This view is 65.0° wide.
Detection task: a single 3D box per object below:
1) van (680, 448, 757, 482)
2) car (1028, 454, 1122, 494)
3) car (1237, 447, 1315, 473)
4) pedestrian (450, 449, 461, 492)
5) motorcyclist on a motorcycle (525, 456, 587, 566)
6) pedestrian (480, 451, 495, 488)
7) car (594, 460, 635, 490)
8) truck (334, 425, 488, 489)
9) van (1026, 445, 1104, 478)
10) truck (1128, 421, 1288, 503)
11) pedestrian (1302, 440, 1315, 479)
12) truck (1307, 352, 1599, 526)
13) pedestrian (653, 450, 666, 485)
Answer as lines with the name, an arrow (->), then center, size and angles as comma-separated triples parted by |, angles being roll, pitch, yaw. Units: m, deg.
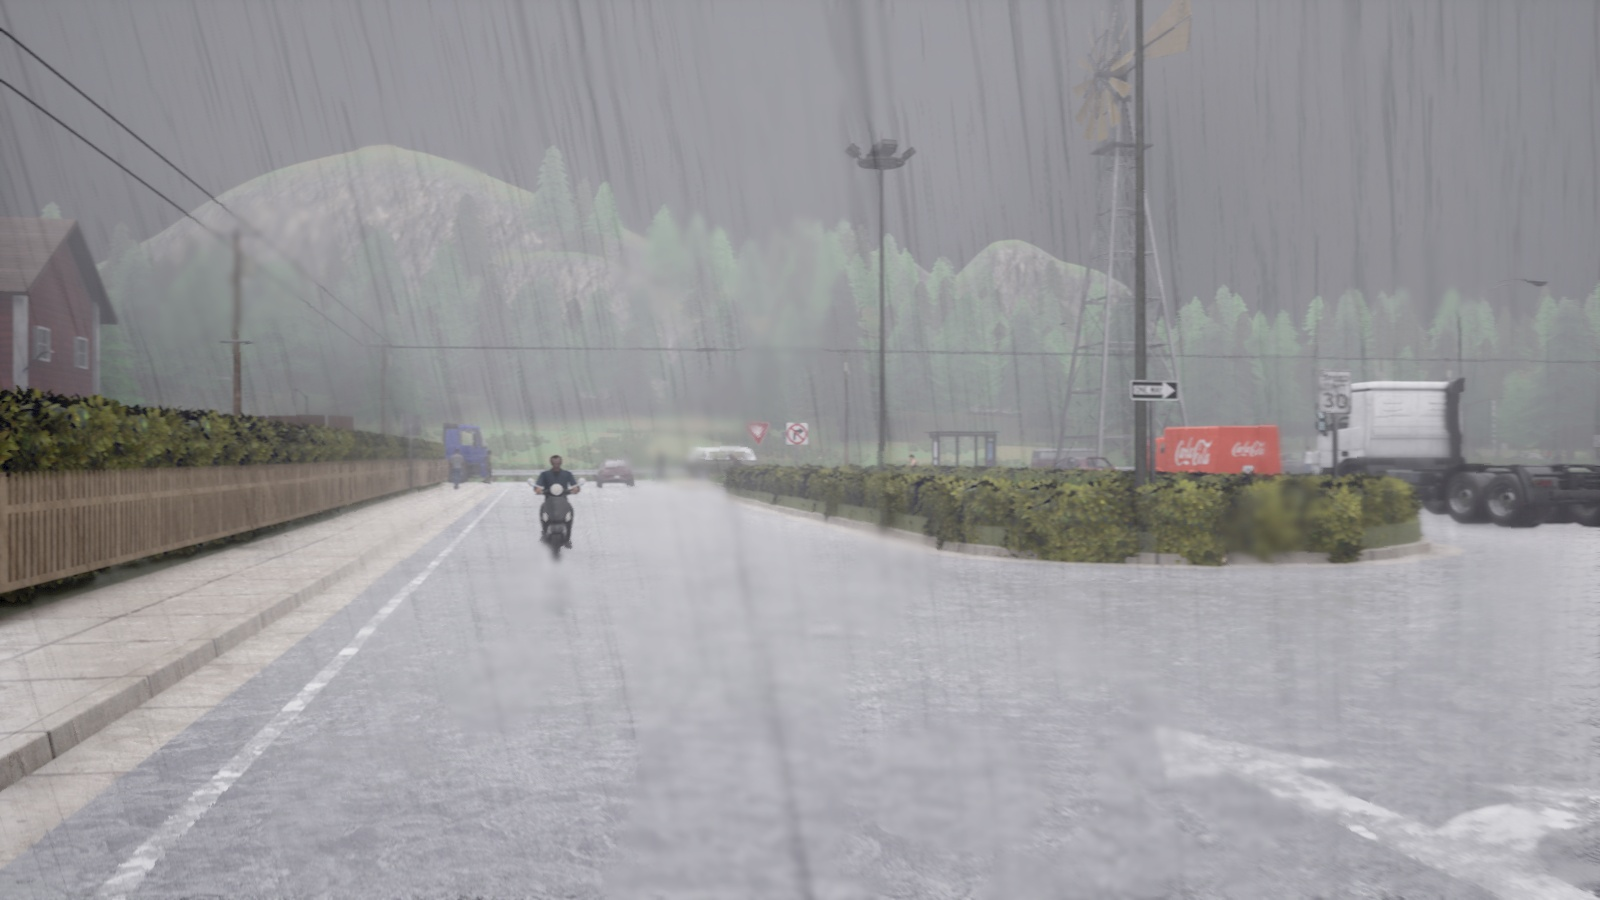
van -> -5.013, 0.929, 77.399 | 4.480, 2.038, 2.069 | 0, 0, -12
car -> 10.721, 0.922, 49.154 | 1.845, 1.501, 3.633 | -1, 0, -22
car -> 31.936, 0.670, 84.273 | 4.611, 1.667, 2.242 | 0, -1, -24
pedestrian -> -14.879, 0.868, 54.191 | 0.354, 1.836, 0.706 | -1, 0, -9
motorcyclist on a motorcycle -> -3.734, 0.891, 19.154 | 0.866, 1.590, 1.817 | -1, 0, -12
pedestrian -> -16.416, 0.998, 65.958 | 0.692, 1.930, 0.396 | -1, 0, -27
car -> -9.408, 1.219, 63.532 | 1.812, 1.442, 4.674 | -1, 0, -11
truck -> -21.688, 0.377, 70.436 | 7.936, 3.462, 2.891 | -1, 0, -12
van -> 16.490, 0.723, 78.204 | 4.442, 1.987, 1.775 | -1, 0, -12
truck -> 13.023, 0.361, 40.510 | 2.627, 2.467, 5.204 | -1, 0, -12
pedestrian -> 24.253, 0.460, 59.909 | 0.354, 1.836, 0.706 | -1, 0, 3
truck -> 15.495, -0.213, 29.278 | 2.891, 3.462, 7.936 | -1, 0, -11
pedestrian -> -7.591, 0.944, 67.813 | 0.614, 1.847, 0.353 | -1, 0, 12
